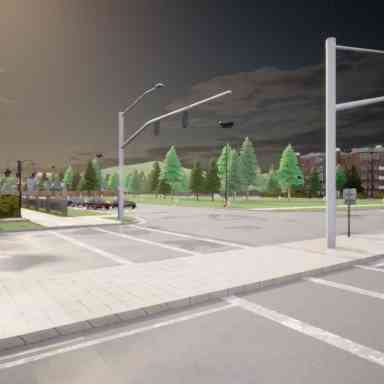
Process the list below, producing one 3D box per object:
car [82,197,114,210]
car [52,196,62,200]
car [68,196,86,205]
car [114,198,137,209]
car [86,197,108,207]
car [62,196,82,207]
[{"bbox_3d":[-12.176,1.601,42.789,1.895,1.301,4.718,0,0,-36],"label":"car"},{"bbox_3d":[-23.423,1.505,58.317,1.837,1.490,4.892,0,0,-36],"label":"car"},{"bbox_3d":[-21.285,1.478,61.356,1.882,1.535,5.008,0,0,-36],"label":"car"},{"bbox_3d":[-9.390,1.547,44.899,2.033,1.411,5.357,0,0,-36],"label":"car"},{"bbox_3d":[-15.186,1.505,52.891,1.837,1.490,4.892,0,0,-36],"label":"car"},{"bbox_3d":[-17.586,1.505,50.232,1.837,1.490,4.892,0,0,-36],"label":"car"}]
